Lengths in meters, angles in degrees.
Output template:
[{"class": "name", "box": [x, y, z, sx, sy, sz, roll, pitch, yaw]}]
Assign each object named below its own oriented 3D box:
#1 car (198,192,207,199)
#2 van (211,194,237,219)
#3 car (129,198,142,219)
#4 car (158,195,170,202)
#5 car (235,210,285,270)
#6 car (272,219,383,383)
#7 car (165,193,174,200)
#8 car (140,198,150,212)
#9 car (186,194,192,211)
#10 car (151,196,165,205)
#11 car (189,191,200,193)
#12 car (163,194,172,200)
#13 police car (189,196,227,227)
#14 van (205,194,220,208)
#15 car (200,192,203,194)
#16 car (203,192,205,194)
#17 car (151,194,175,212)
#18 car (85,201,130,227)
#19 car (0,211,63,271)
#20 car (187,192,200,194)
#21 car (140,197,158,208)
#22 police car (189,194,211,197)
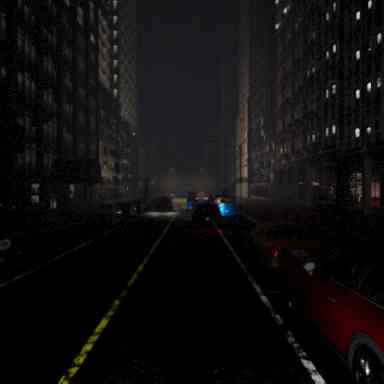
[{"class": "car", "box": [2.716, 0.955, 90.060, 2.192, 1.841, 5.009, -1, 0, 0]}, {"class": "van", "box": [2.692, 1.231, 27.540, 1.690, 1.788, 3.998, -1, 0, 0]}, {"class": "car", "box": [-5.687, 1.457, 27.545, 1.947, 1.339, 4.313, -1, 0, 0]}, {"class": "car", "box": [-5.671, 1.283, 67.329, 2.008, 1.369, 4.403, -1, 0, 0]}, {"class": "car", "box": [2.687, 1.482, 10.660, 1.752, 1.417, 4.829, -1, 0, 0]}, {"class": "car", "box": [2.683, 1.420, 4.807, 1.967, 1.590, 4.097, -1, 0, 0]}, {"class": "car", "box": [-5.665, 1.104, 84.380, 1.967, 1.590, 4.097, -1, 0, 0]}, {"class": "car", "box": [-5.685, 1.413, 33.228, 1.887, 1.381, 4.507, -1, 0, 0]}, {"class": "car", "box": [0.658, 1.327, 37.987, 1.882, 1.535, 5.008, 0, 0, 7]}, {"class": "car", "box": [-5.676, 1.329, 55.963, 2.008, 1.369, 4.403, -1, 0, 0]}, {"class": "car", "box": [0.029, 0.803, 72.928, 2.150, 2.045, 5.566, 0, 0, 0]}, {"class": "car", "box": [-5.666, 1.268, 78.697, 1.802, 1.307, 4.206, -1, 0, 0]}, {"class": "police car", "box": [0.908, 1.337, 21.997, 1.930, 1.638, 5.238, 0, 0, 0]}, {"class": "van", "box": [2.698, 1.164, 44.591, 1.690, 1.788, 3.998, -1, 0, 0]}, {"class": "car", "box": [2.710, 1.282, 67.326, 2.008, 1.369, 4.403, -1, 0, 0]}, {"class": "car", "box": [2.696, 1.160, 38.908, 2.192, 1.841, 5.009, -1, 0, 0]}, {"class": "car", "box": [-3.080, 1.330, 37.095, 1.882, 1.535, 5.008, 0, 0, 0]}, {"class": "car", "box": [-5.689, 1.464, 21.861, 2.008, 1.369, 4.403, -1, 0, 0]}, {"class": "car", "box": [-5.695, 1.398, 10.494, 1.967, 1.590, 4.097, -1, 0, 0]}, {"class": "car", "box": [0.023, 1.247, 57.900, 1.882, 1.535, 5.008, 0, 0, 0]}, {"class": "car", "box": [-5.680, 1.405, 44.596, 1.802, 1.307, 4.206, -1, 0, 0]}, {"class": "police car", "box": [0.912, 1.298, 31.998, 1.930, 1.638, 5.238, 0, 0, 0]}]
